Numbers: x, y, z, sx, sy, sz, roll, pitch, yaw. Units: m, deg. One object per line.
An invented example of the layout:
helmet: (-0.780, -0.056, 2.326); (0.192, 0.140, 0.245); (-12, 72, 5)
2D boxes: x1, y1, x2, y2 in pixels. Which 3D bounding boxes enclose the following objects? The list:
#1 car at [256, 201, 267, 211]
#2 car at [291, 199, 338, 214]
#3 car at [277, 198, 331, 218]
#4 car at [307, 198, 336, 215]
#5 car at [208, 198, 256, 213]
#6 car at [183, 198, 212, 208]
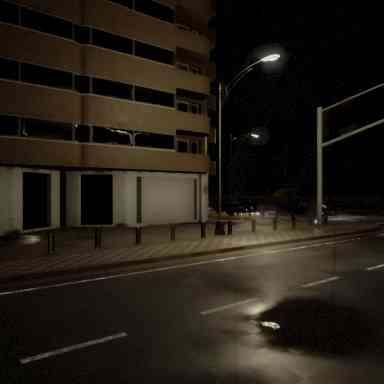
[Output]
car: (6.979, 1.560, 41.103); (1.837, 1.490, 4.892); (0, 0, -36)
car: (13.844, 1.560, 37.907); (1.837, 1.490, 4.892); (0, 0, -36)
car: (10.042, 1.581, 30.897); (1.812, 1.442, 4.674); (0, 0, -37)
car: (12.222, 1.407, 33.829); (2.097, 1.767, 4.553); (0, 0, -36)
car: (4.419, 1.603, 38.666); (2.033, 1.411, 5.357); (0, 0, -36)
car: (0.764, 1.656, 49.738); (1.895, 1.301, 4.718); (0, 0, -36)
